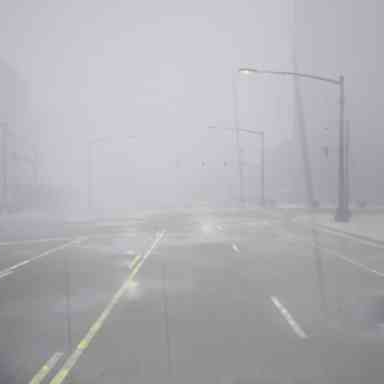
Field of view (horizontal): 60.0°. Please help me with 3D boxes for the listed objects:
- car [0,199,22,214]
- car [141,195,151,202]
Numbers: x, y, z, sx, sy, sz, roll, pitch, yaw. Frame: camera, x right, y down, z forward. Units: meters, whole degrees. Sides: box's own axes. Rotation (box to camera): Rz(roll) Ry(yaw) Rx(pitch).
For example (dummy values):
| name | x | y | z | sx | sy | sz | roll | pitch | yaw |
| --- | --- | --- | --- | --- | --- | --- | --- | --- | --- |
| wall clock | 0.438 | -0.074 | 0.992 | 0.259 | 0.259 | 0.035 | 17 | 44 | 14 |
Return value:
| name | x | y | z | sx | sy | sz | roll | pitch | yaw |
| --- | --- | --- | --- | --- | --- | --- | --- | --- | --- |
| car | -19.380 | 1.442 | 32.893 | 4.892 | 1.490 | 1.837 | 3 | 0 | 0 |
| car | -10.492 | 1.505 | 76.415 | 1.882 | 1.535 | 5.008 | 0 | 0 | 0 |
